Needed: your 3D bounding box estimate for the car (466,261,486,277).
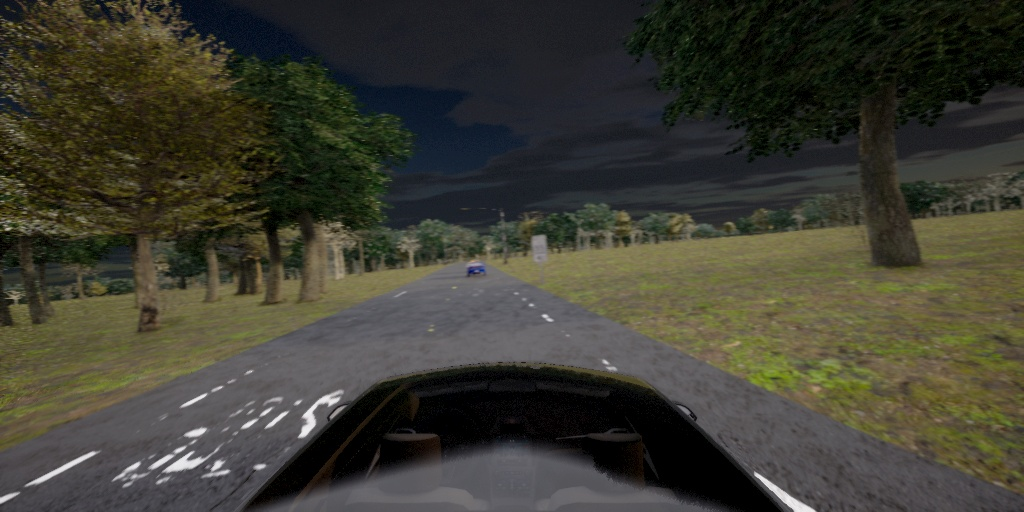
[{"bbox_3d":[-3.959,1.398,39.540,1.882,1.535,5.008,-5,0,-7],"label":"car"}]
